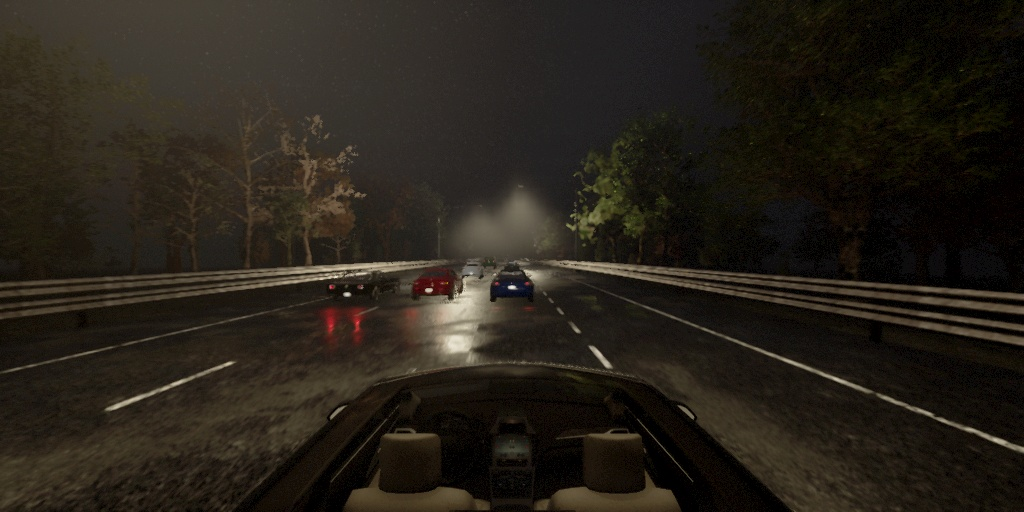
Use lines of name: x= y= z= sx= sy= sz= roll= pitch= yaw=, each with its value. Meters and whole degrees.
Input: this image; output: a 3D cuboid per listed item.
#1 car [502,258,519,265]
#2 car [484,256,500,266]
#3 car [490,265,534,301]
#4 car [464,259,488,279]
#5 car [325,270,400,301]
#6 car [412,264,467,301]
car: x=0.001 y=1.336 z=47.018 sx=1.994 sy=1.385 sz=4.181 roll=0 pitch=0 yaw=0
car: x=-3.499 y=1.005 z=57.143 sx=2.150 sy=2.045 sz=5.566 roll=0 pitch=0 yaw=0
car: x=-0.001 y=1.319 z=17.308 sx=1.994 sy=1.385 sz=4.181 roll=0 pitch=0 yaw=0
car: x=-3.500 y=1.288 z=33.056 sx=1.812 sy=1.442 sz=4.674 roll=0 pitch=0 yaw=0
car: x=-7.000 y=1.356 z=17.458 sx=1.895 sy=1.301 sz=4.718 roll=0 pitch=0 yaw=0
car: x=-3.500 y=1.281 z=17.384 sx=1.812 sy=1.442 sz=4.674 roll=0 pitch=0 yaw=0
